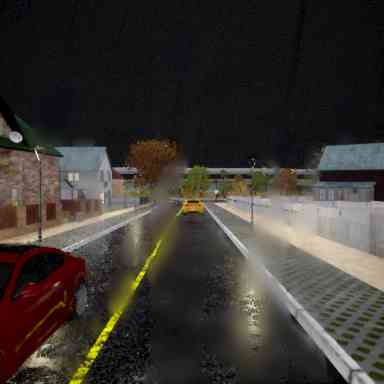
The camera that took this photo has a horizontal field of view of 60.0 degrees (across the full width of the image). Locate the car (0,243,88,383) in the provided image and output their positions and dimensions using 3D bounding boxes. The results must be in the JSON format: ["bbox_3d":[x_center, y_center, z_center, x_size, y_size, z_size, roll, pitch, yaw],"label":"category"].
[{"bbox_3d":[-2.848,1.522,4.596,1.812,1.442,4.674,0,0,0],"label":"car"}]

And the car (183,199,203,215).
[{"bbox_3d":[0.121,1.469,33.775,1.882,1.535,5.008,0,0,0],"label":"car"}]

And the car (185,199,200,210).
[{"bbox_3d":[0.127,1.600,44.317,1.895,1.301,4.718,0,0,0],"label":"car"}]
